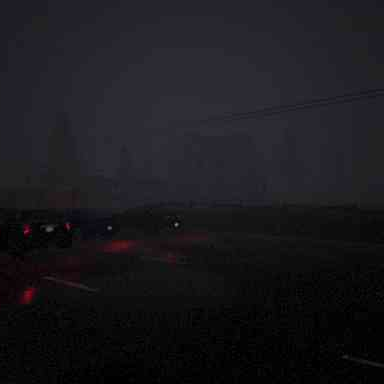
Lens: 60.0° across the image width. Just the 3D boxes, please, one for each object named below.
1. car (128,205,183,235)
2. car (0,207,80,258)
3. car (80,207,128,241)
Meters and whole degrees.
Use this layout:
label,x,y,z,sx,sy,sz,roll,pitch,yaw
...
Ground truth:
label,x,y,z,sx,sy,sz,roll,pitch,yaw
car,-2.770,1.490,18.797,4.902,1.511,2.128,0,0,36
car,-6.762,1.350,13.046,4.553,1.767,2.097,0,0,36
car,-5.761,1.475,16.645,5.008,1.535,1.882,0,0,36
